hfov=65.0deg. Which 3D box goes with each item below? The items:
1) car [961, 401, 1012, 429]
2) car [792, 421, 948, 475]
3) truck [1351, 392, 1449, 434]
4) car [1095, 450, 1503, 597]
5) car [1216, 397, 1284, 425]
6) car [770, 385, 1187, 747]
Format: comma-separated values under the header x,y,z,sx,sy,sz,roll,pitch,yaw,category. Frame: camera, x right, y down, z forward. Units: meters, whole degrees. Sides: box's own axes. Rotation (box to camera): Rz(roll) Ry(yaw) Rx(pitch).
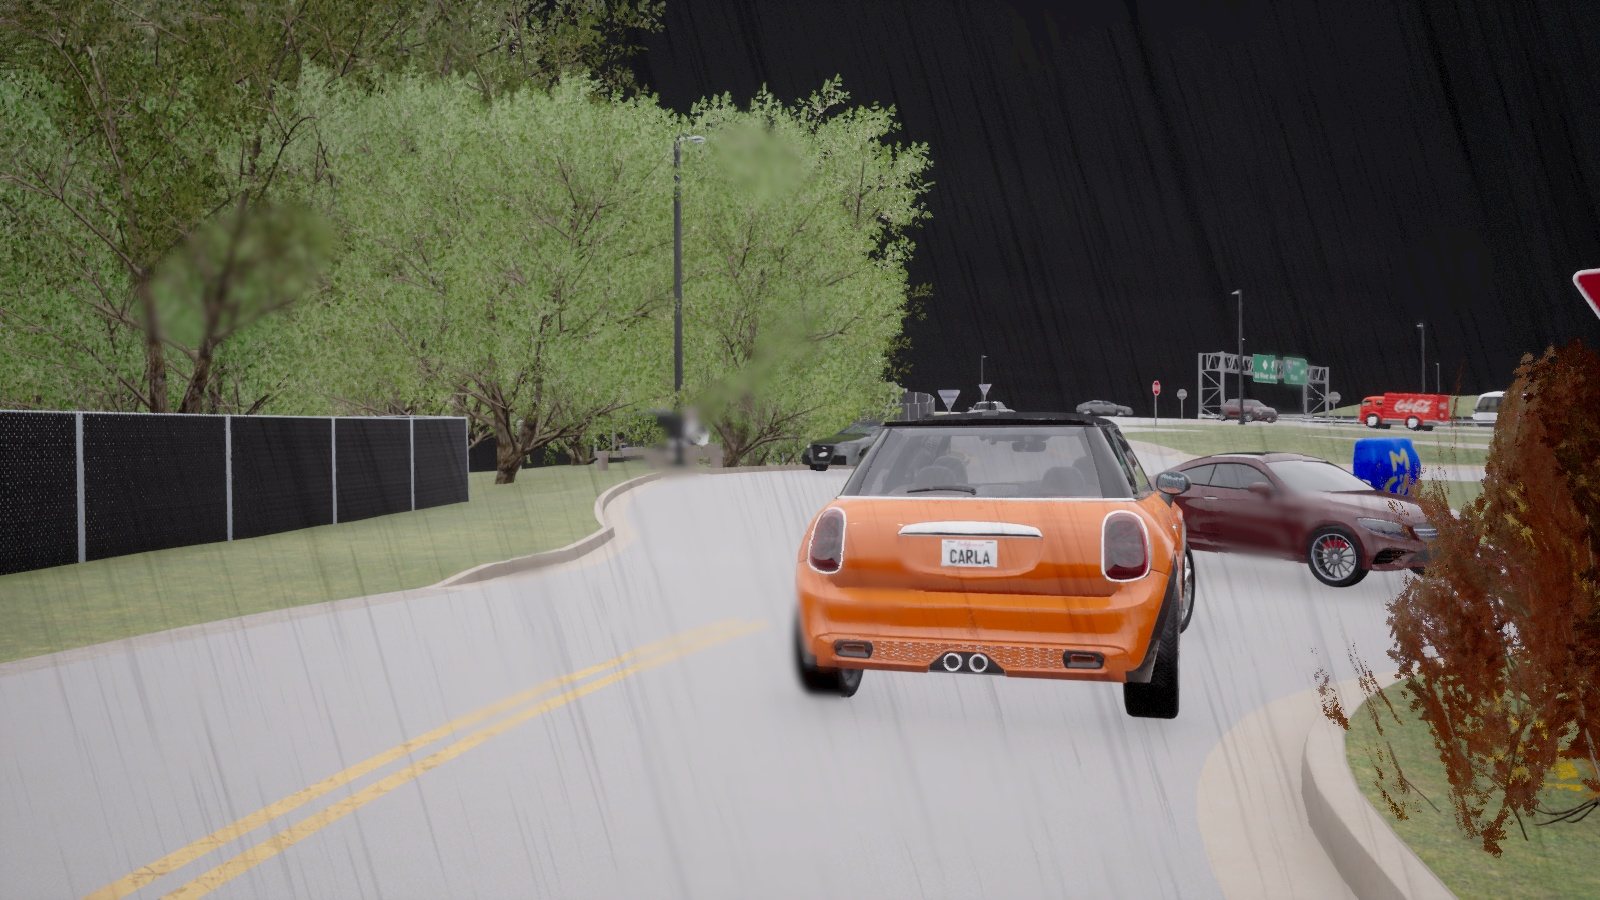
x,y,z,sx,sy,sz,roll,pitch,yaw,category
10.369,-1.959,69.683,1.970,1.475,3.806,0,2,22,car
1.968,-0.077,34.501,4.181,1.385,1.994,-1,1,-45,car
39.992,-2.482,83.791,2.627,2.467,5.204,0,4,-44,truck
5.969,0.773,15.704,1.812,1.442,4.674,-1,2,-28,car
31.915,-2.768,89.178,2.097,1.767,4.553,2,3,-17,car
1.532,0.548,8.610,2.097,1.767,4.553,0,0,18,car
